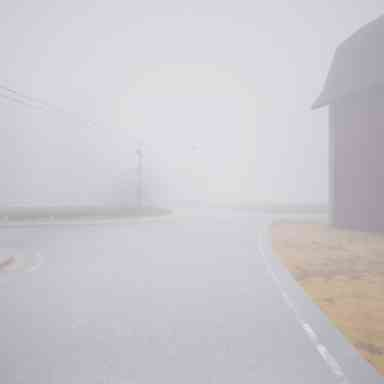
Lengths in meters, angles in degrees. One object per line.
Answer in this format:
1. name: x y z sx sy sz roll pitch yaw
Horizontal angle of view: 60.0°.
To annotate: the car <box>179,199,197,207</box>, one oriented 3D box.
1. car: -0.728 2.015 60.692 2.033 1.411 5.357 0 0 -20
